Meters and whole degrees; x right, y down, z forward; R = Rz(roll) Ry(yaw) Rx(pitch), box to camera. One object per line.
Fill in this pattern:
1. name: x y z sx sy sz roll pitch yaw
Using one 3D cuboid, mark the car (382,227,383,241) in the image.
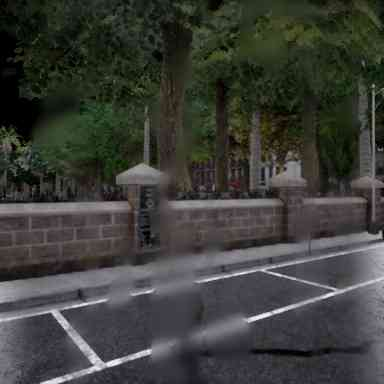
1. car: 9.786 1.304 13.538 5.009 1.841 2.192 0 0 -36
